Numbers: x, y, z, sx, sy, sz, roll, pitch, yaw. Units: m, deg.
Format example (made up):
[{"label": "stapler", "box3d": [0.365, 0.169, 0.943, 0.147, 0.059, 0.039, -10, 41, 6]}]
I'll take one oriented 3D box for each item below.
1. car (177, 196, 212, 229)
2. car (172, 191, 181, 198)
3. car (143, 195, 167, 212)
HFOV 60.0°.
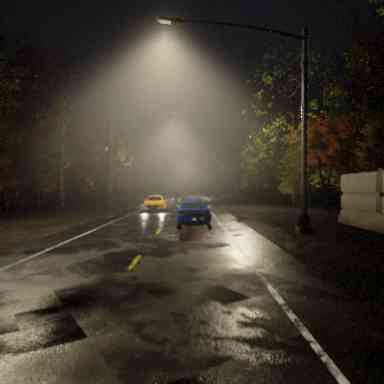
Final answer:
[{"label": "car", "box3d": [0.121, 1.233, 19.748, 1.882, 1.535, 5.008, 0, 1, 0]}, {"label": "car", "box3d": [-3.406, 0.487, 72.856, 1.837, 1.490, 4.892, 0, 1, 0]}, {"label": "car", "box3d": [-3.549, 1.064, 32.361, 1.882, 1.535, 5.008, 0, 1, 0]}]
